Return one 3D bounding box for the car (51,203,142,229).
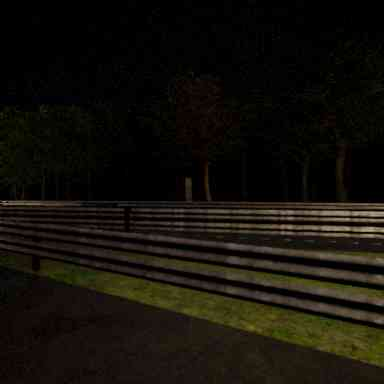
[{"bbox_3d":[-5.574,1.321,19.166,5.357,1.411,2.033,0,0,22],"label":"car"}]
